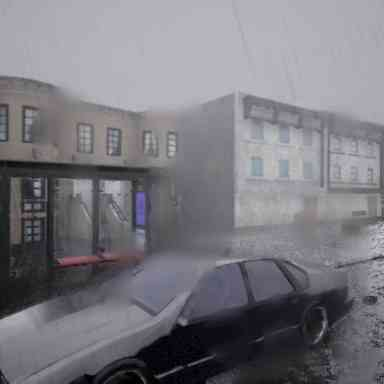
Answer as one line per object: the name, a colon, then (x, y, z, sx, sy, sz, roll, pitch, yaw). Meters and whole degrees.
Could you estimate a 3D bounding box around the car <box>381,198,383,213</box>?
car: (20.230, 1.455, 37.448, 1.905, 1.878, 3.866, 0, 0, -26)

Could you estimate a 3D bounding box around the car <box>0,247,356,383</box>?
car: (0.184, 1.563, 4.739, 5.357, 1.411, 2.033, 0, 0, -35)
